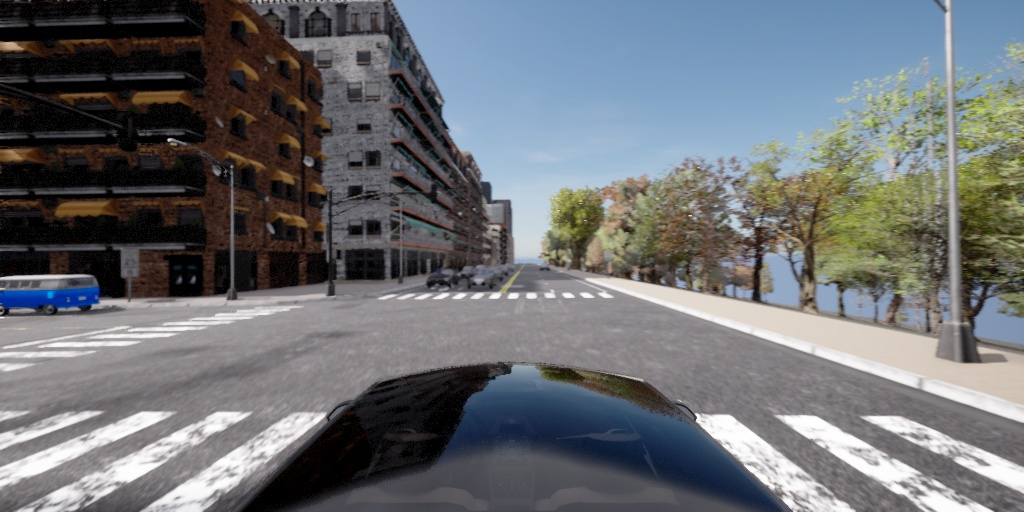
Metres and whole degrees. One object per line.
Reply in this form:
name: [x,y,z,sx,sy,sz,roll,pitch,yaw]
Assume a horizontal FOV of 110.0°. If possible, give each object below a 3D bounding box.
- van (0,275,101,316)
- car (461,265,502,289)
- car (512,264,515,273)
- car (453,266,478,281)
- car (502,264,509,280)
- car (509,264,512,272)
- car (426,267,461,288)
van: [-22.001,1.807,16.899,3.998,1.789,1.690,0,0,2]
car: [-2.186,1.627,27.205,2.128,1.511,4.902,-1,-1,3]
car: [-0.563,2.178,62.670,1.837,1.490,4.892,-1,-1,2]
car: [-4.949,1.835,38.563,1.837,1.490,4.892,-1,-1,3]
car: [-1.788,1.756,36.474,2.128,1.511,4.902,-1,-1,3]
car: [-1.329,1.919,46.969,1.837,1.490,4.892,-1,-1,2]
car: [-5.368,1.741,28.828,2.033,1.411,5.357,-1,-1,2]
